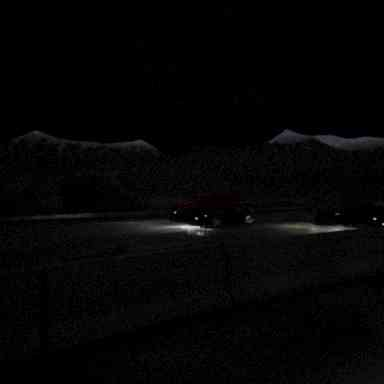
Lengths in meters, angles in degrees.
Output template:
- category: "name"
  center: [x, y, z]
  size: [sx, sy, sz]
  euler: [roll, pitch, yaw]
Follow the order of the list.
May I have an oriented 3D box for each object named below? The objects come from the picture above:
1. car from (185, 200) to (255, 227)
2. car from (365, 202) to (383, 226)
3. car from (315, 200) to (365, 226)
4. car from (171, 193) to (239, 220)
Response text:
- category: "car"
  center: [2.020, 1.445, 21.580]
  size: [4.181, 1.385, 1.994]
  euler: [0, 0, -29]
- category: "car"
  center: [13.043, 1.390, 19.642]
  size: [5.357, 1.411, 2.033]
  euler: [0, 0, -27]
- category: "car"
  center: [10.488, 1.318, 22.213]
  size: [5.008, 1.535, 1.882]
  euler: [0, 0, -27]
- category: "car"
  center: [1.204, 1.087, 25.172]
  size: [5.566, 2.045, 2.150]
  euler: [0, 0, -29]
